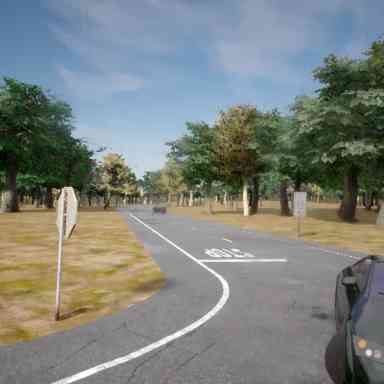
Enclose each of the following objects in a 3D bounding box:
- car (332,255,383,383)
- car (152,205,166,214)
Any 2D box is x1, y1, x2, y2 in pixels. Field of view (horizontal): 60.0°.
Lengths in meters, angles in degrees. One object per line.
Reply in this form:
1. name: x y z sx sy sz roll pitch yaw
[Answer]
1. car: 3.089 1.642 4.595 1.994 1.385 4.181 1 -1 22
2. car: -5.602 2.963 56.870 1.882 1.535 5.008 3 -2 -14
